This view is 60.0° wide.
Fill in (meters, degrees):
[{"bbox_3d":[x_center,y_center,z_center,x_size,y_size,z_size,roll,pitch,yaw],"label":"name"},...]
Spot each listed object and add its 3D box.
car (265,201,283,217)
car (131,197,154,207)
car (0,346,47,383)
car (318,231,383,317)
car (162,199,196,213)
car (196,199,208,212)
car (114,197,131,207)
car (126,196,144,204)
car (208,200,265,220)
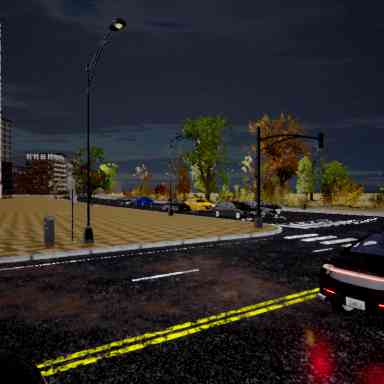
[{"bbox_3d":[6.334,1.541,31.300,2.128,1.511,4.902,0,0,-32],"label":"car"},{"bbox_3d":[-7.822,1.585,54.699,1.882,1.535,5.008,0,0,-30],"label":"car"},{"bbox_3d":[-3.082,1.492,1.210,4.902,1.511,2.128,0,0,-35],"label":"car"},{"bbox_3d":[4.502,1.491,6.453,4.902,1.511,2.128,0,0,-34],"label":"car"},{"bbox_3d":[-1.810,1.649,38.304,1.994,1.385,4.181,0,0,-31],"label":"car"},{"bbox_3d":[0.700,1.552,40.428,1.882,1.535,5.008,0,0,-31],"label":"car"},{"bbox_3d":[-11.239,1.614,54.125,2.128,1.511,4.902,0,0,-30],"label":"car"},{"bbox_3d":[-11.952,1.665,68.866,2.033,1.411,5.357,0,0,-29],"label":"car"},{"bbox_3d":[3.787,1.565,29.241,1.837,1.490,4.892,0,0,-32],"label":"car"}]
